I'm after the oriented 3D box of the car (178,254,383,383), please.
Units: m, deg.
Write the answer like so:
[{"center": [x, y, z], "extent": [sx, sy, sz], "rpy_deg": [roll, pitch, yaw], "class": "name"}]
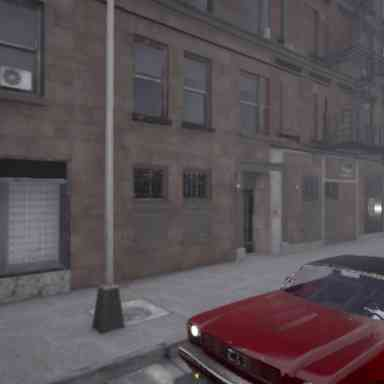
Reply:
[{"center": [2.168, 1.627, 4.422], "extent": [4.718, 1.301, 1.895], "rpy_deg": [0, 0, -37], "class": "car"}]
